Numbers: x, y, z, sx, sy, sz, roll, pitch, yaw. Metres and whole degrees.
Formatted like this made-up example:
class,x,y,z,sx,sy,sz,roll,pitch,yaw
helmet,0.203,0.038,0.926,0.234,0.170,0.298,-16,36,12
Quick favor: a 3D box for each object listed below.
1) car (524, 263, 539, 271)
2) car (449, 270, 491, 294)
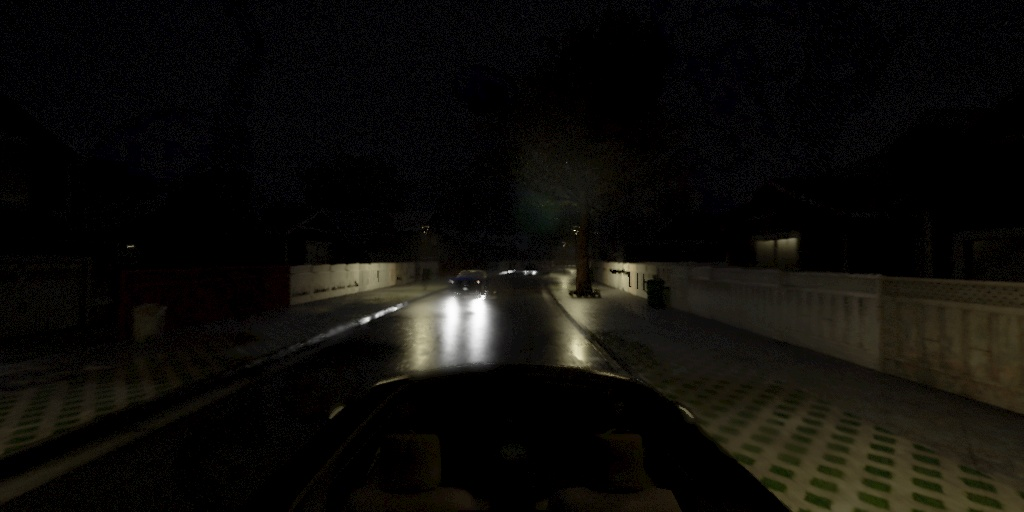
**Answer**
class,x,y,z,sx,sy,sz,roll,pitch,yaw
car,3.373,1.869,62.514,1.895,1.301,4.718,0,-1,13
car,-2.418,1.507,21.702,1.895,1.301,4.718,0,0,3
